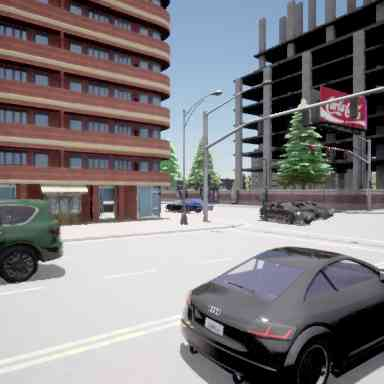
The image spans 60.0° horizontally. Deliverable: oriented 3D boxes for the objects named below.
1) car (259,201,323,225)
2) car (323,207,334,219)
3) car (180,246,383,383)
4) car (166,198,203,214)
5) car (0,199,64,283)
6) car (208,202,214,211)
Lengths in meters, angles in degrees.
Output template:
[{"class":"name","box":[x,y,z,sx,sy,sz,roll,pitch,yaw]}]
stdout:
[{"class":"car","box":[6.793,1.506,24.146,1.837,1.490,4.892,1,-1,-22]},{"class":"car","box":[9.411,1.505,27.958,1.837,1.490,4.892,0,0,-36]},{"class":"car","box":[1.895,1.564,5.115,4.181,1.385,1.994,0,0,-35]},{"class":"car","box":[-0.801,1.601,36.093,1.895,1.301,4.718,0,0,-36]},{"class":"car","box":[-6.107,1.221,8.167,5.566,2.045,2.150,0,0,-35]},{"class":"car","box":[0.631,1.478,40.084,1.882,1.535,5.008,0,0,-36]}]
